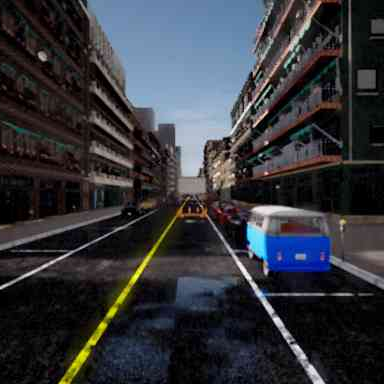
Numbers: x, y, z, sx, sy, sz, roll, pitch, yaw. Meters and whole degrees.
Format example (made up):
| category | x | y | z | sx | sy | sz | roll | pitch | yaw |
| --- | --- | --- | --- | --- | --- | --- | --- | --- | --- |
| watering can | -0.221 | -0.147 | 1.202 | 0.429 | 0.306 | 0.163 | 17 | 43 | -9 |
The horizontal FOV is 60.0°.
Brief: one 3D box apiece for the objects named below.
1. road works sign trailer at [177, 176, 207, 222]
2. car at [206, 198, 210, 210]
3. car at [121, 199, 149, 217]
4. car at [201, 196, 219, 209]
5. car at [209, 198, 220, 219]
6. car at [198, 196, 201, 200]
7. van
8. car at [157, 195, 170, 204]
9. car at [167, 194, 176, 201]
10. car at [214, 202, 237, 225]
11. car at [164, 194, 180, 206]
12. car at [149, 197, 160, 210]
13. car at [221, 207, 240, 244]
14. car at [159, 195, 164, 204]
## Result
| category | x | y | z | sx | sy | sz | roll | pitch | yaw |
| --- | --- | --- | --- | --- | --- | --- | --- | --- | --- |
| road works sign trailer | -0.007 | 0.522 | 27.108 | 2.380 | 3.560 | 2.880 | 0 | 0 | 0 |
| car | 2.684 | 1.620 | 32.609 | 2.008 | 1.369 | 4.403 | 0 | 0 | 0 |
| car | -5.698 | 1.634 | 32.610 | 1.947 | 1.339 | 4.313 | 0 | 0 | 0 |
| car | 2.682 | 1.405 | 43.883 | 2.192 | 1.841 | 5.009 | 0 | 0 | 0 |
| car | 2.685 | 1.498 | 26.974 | 1.967 | 1.590 | 4.097 | 0 | 0 | 0 |
| car | 2.667 | 1.699 | 94.780 | 1.752 | 1.417 | 4.829 | 0 | 0 | 0 |
| van | 2.690 | 1.364 | 10.065 | 1.690 | 1.788 | 3.998 | 0 | 0 | 0 |
| car | -5.705 | 1.443 | 66.431 | 2.192 | 1.841 | 5.009 | 0 | 0 | 0 |
| car | -5.713 | 1.488 | 94.612 | 2.192 | 1.841 | 5.009 | 0 | 0 | 0 |
| car | 2.686 | 1.591 | 21.337 | 1.887 | 1.381 | 4.507 | 0 | 0 | 0 |
| car | -3.076 | 1.464 | 57.192 | 2.097 | 1.767 | 4.553 | 0 | 0 | 0 |
| car | -5.700 | 1.614 | 43.714 | 1.752 | 1.417 | 4.829 | 0 | 0 | 0 |
| car | 2.687 | 1.601 | 15.701 | 1.947 | 1.339 | 4.313 | 0 | 0 | 0 |
| car | -5.705 | 1.559 | 60.794 | 1.967 | 1.590 | 4.097 | 0 | 0 | 0 |
